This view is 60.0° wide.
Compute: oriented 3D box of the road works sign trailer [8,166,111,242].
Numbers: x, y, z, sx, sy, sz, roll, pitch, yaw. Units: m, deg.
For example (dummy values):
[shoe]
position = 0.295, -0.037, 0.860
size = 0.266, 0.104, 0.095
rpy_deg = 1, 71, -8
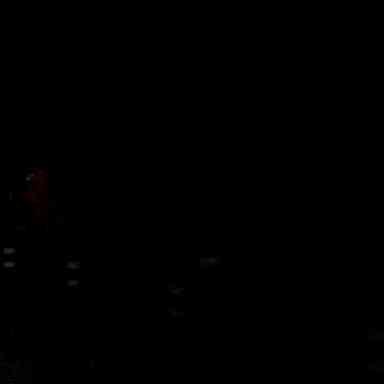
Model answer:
[road works sign trailer]
position = -4.908, 0.813, 12.149
size = 3.560, 2.880, 2.380
rpy_deg = 3, -41, 36
